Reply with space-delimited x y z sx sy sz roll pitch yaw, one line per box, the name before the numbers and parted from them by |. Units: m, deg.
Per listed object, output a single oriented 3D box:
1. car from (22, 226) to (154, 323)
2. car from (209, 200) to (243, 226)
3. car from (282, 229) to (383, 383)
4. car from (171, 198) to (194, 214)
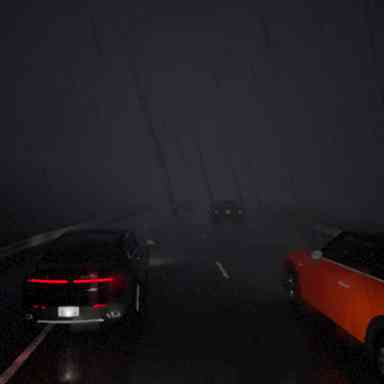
car | -1.960 1.511 7.297 1.837 1.490 4.892 0 0 -4
car | 2.379 1.381 24.074 2.097 1.767 4.553 0 0 0
car | 3.079 1.360 5.264 2.097 1.767 4.553 0 0 -4
car | -1.015 1.562 35.135 1.812 1.442 4.674 0 0 2
